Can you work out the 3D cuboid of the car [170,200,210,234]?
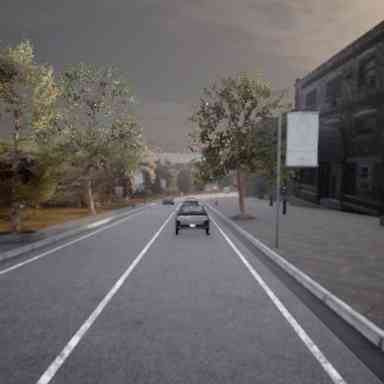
[{"bbox_3d":[0.007,1.457,19.107,2.128,1.511,4.902,0,0,0],"label":"car"}]

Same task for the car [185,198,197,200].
[{"bbox_3d":[-0.099,1.435,39.515,1.837,1.490,4.892,0,0,0],"label":"car"}]

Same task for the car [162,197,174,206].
[{"bbox_3d":[-3.827,1.457,54.315,2.033,1.411,5.357,0,0,0],"label":"car"}]
